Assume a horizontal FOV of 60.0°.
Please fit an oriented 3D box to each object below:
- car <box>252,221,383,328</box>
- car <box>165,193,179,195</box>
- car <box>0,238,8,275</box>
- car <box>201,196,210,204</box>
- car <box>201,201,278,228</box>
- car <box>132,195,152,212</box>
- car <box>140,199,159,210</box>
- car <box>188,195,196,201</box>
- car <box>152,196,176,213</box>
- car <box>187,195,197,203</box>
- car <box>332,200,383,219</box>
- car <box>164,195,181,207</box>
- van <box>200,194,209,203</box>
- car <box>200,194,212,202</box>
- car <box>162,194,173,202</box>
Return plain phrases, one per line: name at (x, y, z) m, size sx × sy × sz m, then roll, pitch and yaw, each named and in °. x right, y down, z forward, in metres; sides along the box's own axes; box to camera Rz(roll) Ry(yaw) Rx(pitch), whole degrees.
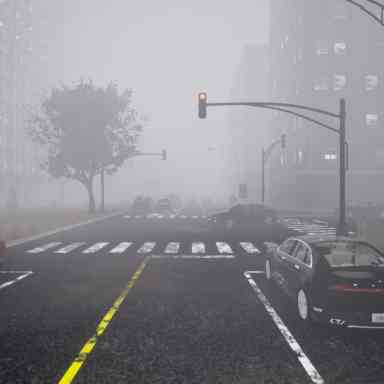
car at (2.688, 1.551, 6.902) m, size 2.008 × 1.369 × 4.403 m, roll 0°, pitch 0°, yaw 0°
car at (-3.097, 1.263, 58.718) m, size 2.150 × 2.045 × 5.566 m, roll 0°, pitch 0°, yaw -1°
car at (-5.692, 1.545, 6.900) m, size 1.887 × 1.381 × 4.507 m, roll 0°, pitch 0°, yaw 0°
car at (2.676, 1.578, 67.074) m, size 1.752 × 1.417 × 4.829 m, roll 0°, pitch 0°, yaw 0°
car at (3.315, 1.508, 21.886) m, size 4.892 × 1.490 × 1.837 m, roll 0°, pitch -2°, yaw -23°
car at (-5.700, 1.336, 39.288) m, size 2.192 × 1.841 × 5.009 m, roll 0°, pitch 0°, yaw 0°
car at (-5.701, 1.592, 44.811) m, size 1.947 × 1.339 × 4.313 m, roll 0°, pitch 0°, yaw 0°
car at (-0.015, 1.447, 79.033) m, size 1.812 × 1.442 × 4.674 m, roll 0°, pitch 0°, yaw 0°
car at (-3.106, 1.525, 37.933) m, size 1.837 × 1.490 × 4.892 m, roll 0°, pitch 0°, yaw 0°
car at (-0.015, 1.656, 69.056) m, size 1.895 × 1.301 × 4.718 m, roll 0°, pitch 0°, yaw 0°
car at (13.421, 1.350, 26.310) m, size 4.403 × 1.369 × 2.008 m, roll -1°, pitch 1°, yaw -1°
car at (-3.104, 1.521, 48.140) m, size 2.128 × 1.511 × 4.902 m, roll 0°, pitch 0°, yaw 0°
van at (2.674, 1.402, 72.428) m, size 1.690 × 1.788 × 3.998 m, roll 0°, pitch 0°, yaw 0°
car at (2.677, 1.610, 61.381) m, size 1.947 × 1.339 × 4.313 m, roll 0°, pitch 0°, yaw 0°
car at (-5.708, 1.386, 77.948) m, size 2.192 × 1.841 × 5.009 m, roll 0°, pitch 0°, yaw 0°
